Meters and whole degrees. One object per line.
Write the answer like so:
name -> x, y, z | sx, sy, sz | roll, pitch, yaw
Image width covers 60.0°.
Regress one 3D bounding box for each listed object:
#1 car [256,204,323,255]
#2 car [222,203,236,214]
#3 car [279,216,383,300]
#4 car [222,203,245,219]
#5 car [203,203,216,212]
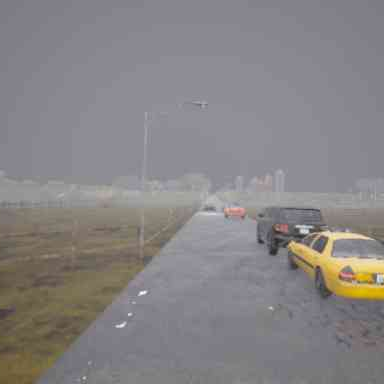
car -> 4.293, 1.580, 14.952 | 2.150, 2.045, 5.566 | 2, -1, 3
car -> 5.373, 2.360, 49.156 | 1.812, 1.442, 4.674 | 2, -1, 3
car -> 3.957, 1.724, 9.119 | 1.801, 1.575, 5.366 | 2, -1, 3
car -> 4.782, 2.021, 37.810 | 2.097, 1.767, 4.553 | 2, -1, 4
car -> 2.685, 2.345, 50.397 | 1.895, 1.301, 4.718 | 2, -1, 3
